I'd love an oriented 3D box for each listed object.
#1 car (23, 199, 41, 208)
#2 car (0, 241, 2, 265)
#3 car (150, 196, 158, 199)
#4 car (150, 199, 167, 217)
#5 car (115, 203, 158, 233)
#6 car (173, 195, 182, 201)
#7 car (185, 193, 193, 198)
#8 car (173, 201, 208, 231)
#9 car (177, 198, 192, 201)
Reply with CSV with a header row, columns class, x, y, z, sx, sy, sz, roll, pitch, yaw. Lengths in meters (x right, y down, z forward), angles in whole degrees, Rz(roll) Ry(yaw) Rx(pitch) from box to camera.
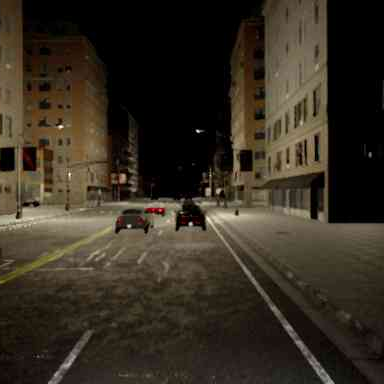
class,x,y,z,sx,sy,sz,roll,pitch,yaw
car,-25.869,1.781,51.764,4.313,1.339,1.947,0,0,0
car,-6.659,1.397,7.932,2.097,1.767,4.553,0,0,-1
car,-10.664,1.724,94.149,1.895,1.301,4.718,0,0,-1
car,-3.447,1.665,31.962,1.895,1.301,4.718,0,0,-1
car,-3.328,1.572,19.764,1.812,1.442,4.674,0,0,-1
car,-4.124,1.602,90.046,1.812,1.442,4.674,0,0,-1
car,-0.870,1.544,89.662,1.837,1.490,4.892,0,0,-1
car,-0.088,1.537,20.907,1.837,1.490,4.892,0,0,0
car,-0.287,1.573,31.016,1.812,1.442,4.674,0,0,-1
